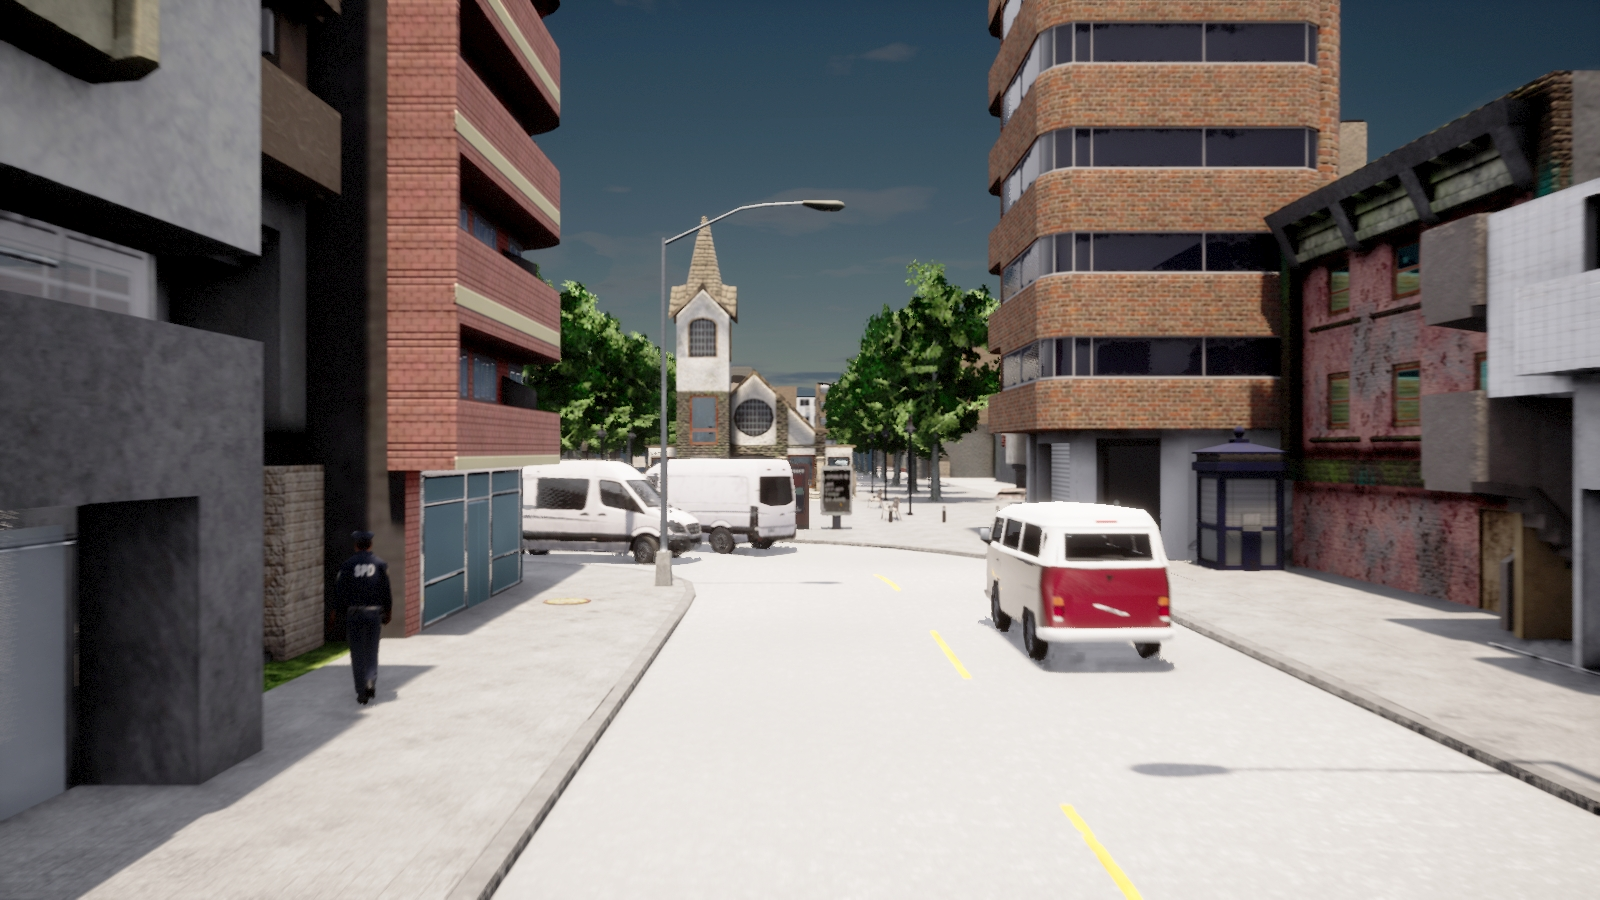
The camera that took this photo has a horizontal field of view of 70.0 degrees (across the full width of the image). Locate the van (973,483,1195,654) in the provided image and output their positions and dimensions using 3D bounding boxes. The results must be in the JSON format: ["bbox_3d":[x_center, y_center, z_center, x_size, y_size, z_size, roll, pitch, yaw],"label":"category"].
[{"bbox_3d":[3.910,1.560,16.611,2.069,2.038,4.480,0,0,-1],"label":"van"}]

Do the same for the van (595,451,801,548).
[{"bbox_3d":[-2.982,1.316,32.519,5.915,2.561,1.988,0,-1,35],"label":"van"}]

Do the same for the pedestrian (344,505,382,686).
[{"bbox_3d":[-4.641,1.523,12.136,0.375,1.860,0.375,0,0,-20],"label":"pedestrian"}]

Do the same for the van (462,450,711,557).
[{"bbox_3d":[-5.413,1.315,29.118,5.915,2.561,1.988,0,-1,13],"label":"van"}]
